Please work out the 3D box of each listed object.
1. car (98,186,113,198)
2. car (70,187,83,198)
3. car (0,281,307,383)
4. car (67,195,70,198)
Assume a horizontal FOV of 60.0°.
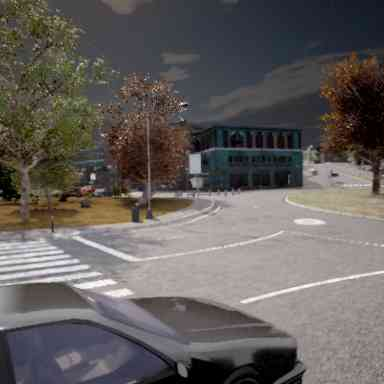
[{"bbox_3d":[-13.497,0.228,50.346,2.231,1.521,4.892,-1,2,16],"label":"car"},{"bbox_3d":[-15.915,0.015,52.060,2.435,2.045,5.566,-1,2,16],"label":"car"},{"bbox_3d":[-1.423,1.547,2.698,5.357,1.411,2.033,0,0,-35],"label":"car"},{"bbox_3d":[-18.303,0.050,53.879,2.435,2.045,5.566,-2,1,16],"label":"car"}]
